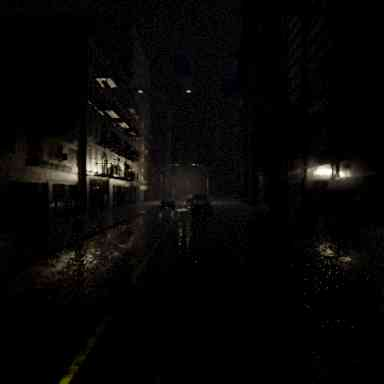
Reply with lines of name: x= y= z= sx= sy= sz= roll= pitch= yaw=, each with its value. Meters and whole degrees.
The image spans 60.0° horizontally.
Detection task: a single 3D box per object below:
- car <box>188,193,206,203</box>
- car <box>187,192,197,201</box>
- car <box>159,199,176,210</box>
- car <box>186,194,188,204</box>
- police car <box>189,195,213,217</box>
car: x=0.899 y=1.228 z=40.935 sx=2.150 sy=2.045 sz=5.566 roll=0 pitch=0 yaw=0
car: x=-0.002 y=1.147 z=82.017 sx=2.150 sy=2.045 sz=5.566 roll=0 pitch=0 yaw=0
car: x=-3.094 y=1.605 z=42.312 sx=1.895 sy=1.301 sz=4.718 roll=0 pitch=0 yaw=0
car: x=-0.001 y=1.390 z=64.818 sx=2.097 sy=1.767 sz=4.553 roll=0 pitch=0 yaw=0
police car: x=0.898 y=1.420 z=31.014 sx=1.930 sy=1.638 sz=5.238 roll=0 pitch=0 yaw=0
